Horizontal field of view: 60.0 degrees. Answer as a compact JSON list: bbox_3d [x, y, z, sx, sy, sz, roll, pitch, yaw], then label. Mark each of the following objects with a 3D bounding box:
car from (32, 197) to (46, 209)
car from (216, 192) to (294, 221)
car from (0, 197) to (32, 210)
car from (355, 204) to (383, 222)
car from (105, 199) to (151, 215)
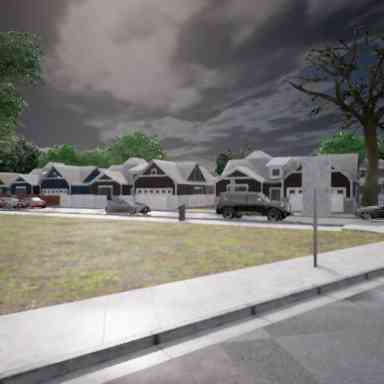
[{"bbox_3d":[-19.676,1.330,40.309,4.181,1.385,1.994,0,0,28],"label":"car"},{"bbox_3d":[4.426,1.009,24.064,5.566,2.045,2.150,0,0,30],"label":"car"},{"bbox_3d":[-20.695,1.340,37.628,4.181,1.385,1.994,0,0,28],"label":"car"},{"bbox_3d":[13.541,1.311,22.328,4.674,1.442,1.812,0,0,32],"label":"car"},{"bbox_3d":[-5.767,1.344,29.759,4.181,1.385,1.994,0,0,28],"label":"car"}]
